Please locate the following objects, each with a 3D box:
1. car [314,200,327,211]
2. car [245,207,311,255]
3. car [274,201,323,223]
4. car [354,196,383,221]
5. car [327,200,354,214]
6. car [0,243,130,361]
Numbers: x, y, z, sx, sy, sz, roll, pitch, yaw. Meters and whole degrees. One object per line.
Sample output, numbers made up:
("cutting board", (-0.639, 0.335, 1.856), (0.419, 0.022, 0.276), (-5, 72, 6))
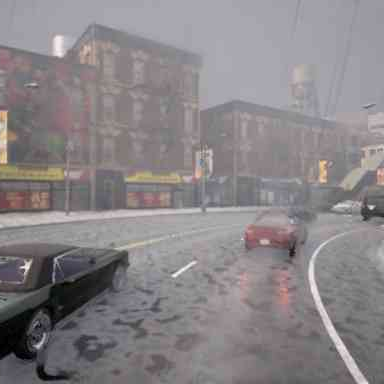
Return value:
("car", (14.875, 1.657, 39.199), (4.181, 1.385, 1.994), (0, 0, -35))
("car", (3.477, 1.545, 13.443), (1.812, 1.442, 4.674), (0, 0, 25))
("car", (7.234, 1.589, 24.517), (5.357, 1.411, 2.033), (0, 0, -43))
("car", (15.828, 1.330, 26.832), (5.566, 2.045, 2.150), (0, 0, -35))
("car", (17.365, 1.640, 36.666), (4.674, 1.442, 1.812), (0, 0, -35))
("car", (-2.713, 1.575, 5.965), (1.895, 1.301, 4.718), (0, 0, 9))
